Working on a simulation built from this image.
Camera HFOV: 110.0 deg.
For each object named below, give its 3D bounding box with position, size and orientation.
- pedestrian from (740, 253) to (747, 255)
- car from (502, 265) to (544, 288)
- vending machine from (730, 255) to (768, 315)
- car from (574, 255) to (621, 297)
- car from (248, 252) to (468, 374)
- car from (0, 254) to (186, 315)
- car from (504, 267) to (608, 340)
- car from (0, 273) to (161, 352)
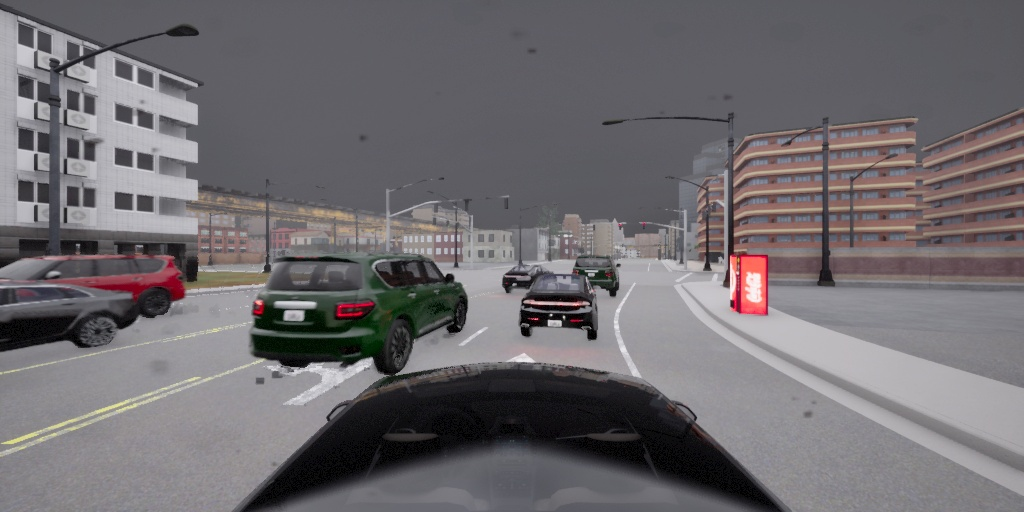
[{"bbox_3d":[8.059,0.795,12.472,0.375,1.860,0.375,0,0,21],"label":"pedestrian"},{"bbox_3d":[1.130,1.241,20.185,2.128,1.511,4.902,0,0,24],"label":"car"},{"bbox_3d":[7.825,0.945,11.853,1.100,2.100,0.880,0,0,20],"label":"vending machine"},{"bbox_3d":[4.578,0.971,19.347,2.150,2.045,5.566,0,0,19],"label":"car"},{"bbox_3d":[-2.673,0.968,7.794,2.150,2.045,5.566,0,0,10],"label":"car"},{"bbox_3d":[-13.035,0.971,10.497,2.150,2.045,5.566,0,0,11],"label":"car"},{"bbox_3d":[1.448,1.242,10.108,2.128,1.511,4.902,0,0,13],"label":"car"},{"bbox_3d":[-10.082,1.241,6.543,2.128,1.511,4.902,0,0,8],"label":"car"}]
